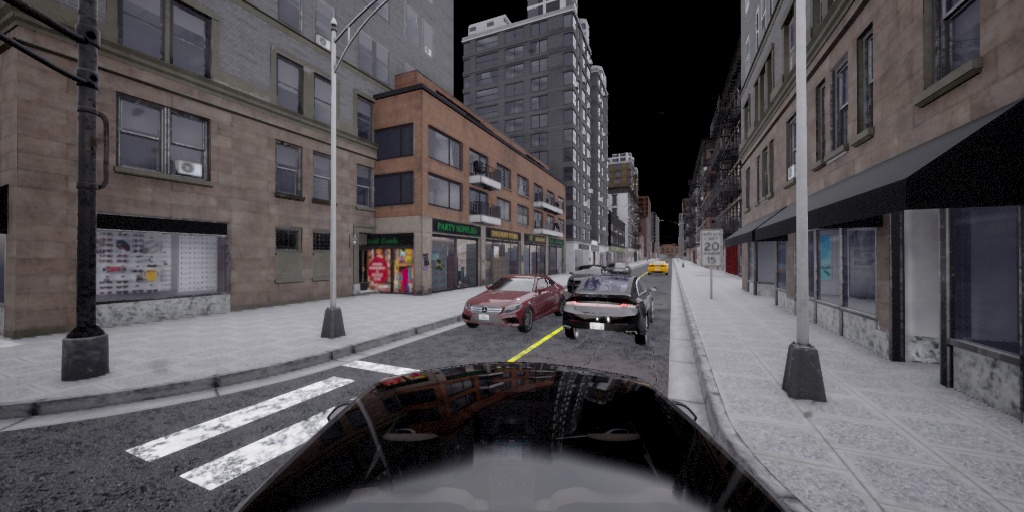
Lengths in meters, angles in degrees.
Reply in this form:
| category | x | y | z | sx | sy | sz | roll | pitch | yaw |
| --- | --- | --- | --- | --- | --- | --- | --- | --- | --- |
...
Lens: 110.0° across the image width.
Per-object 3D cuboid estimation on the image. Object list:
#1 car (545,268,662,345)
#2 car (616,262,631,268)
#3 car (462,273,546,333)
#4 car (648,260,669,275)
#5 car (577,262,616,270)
| category | x | y | z | sx | sy | sz | roll | pitch | yaw |
| --- | --- | --- | --- | --- | --- | --- | --- | --- | --- |
| car | 2.754 | 1.245 | 9.663 | 2.128 | 1.511 | 4.902 | 0 | 0 | 24 |
| car | 9.100 | 1.240 | 30.801 | 1.882 | 1.535 | 5.008 | 0 | 0 | 24 |
| car | 0.304 | 1.288 | 11.169 | 1.812 | 1.442 | 4.674 | 0 | 0 | 26 |
| car | 15.913 | 1.226 | 38.932 | 1.882 | 1.535 | 5.008 | 0 | 0 | 24 |
| car | 4.558 | 1.269 | 20.673 | 1.837 | 1.490 | 4.892 | 0 | 0 | 24 |
